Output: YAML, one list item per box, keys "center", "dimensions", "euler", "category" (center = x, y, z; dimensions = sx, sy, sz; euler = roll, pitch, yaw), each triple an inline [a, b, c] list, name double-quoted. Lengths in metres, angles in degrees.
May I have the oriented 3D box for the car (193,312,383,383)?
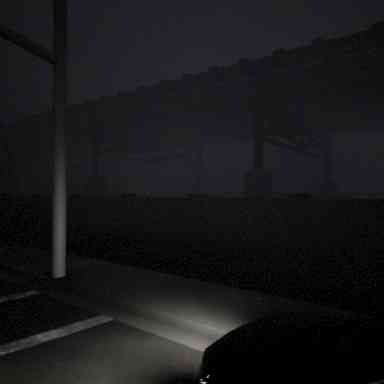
- center: [2.213, 1.529, 2.079]
  dimensions: [4.892, 1.490, 1.837]
  euler: [0, 0, 38]
  category: "car"
